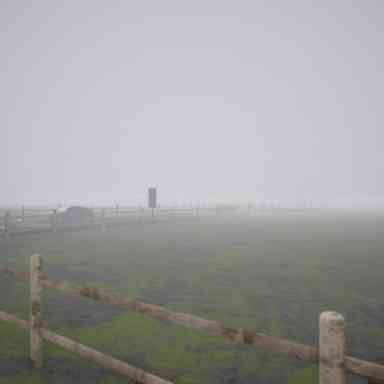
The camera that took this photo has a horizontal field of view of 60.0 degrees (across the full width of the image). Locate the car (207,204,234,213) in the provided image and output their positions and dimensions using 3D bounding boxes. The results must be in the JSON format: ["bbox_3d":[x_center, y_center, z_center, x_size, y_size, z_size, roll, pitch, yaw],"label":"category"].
[{"bbox_3d":[4.448,2.454,50.509,2.033,1.411,5.357,0,-1,36],"label":"car"}]

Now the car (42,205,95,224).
[{"bbox_3d":[-10.773,1.924,29.249,1.812,1.442,4.674,0,-1,36],"label":"car"}]
